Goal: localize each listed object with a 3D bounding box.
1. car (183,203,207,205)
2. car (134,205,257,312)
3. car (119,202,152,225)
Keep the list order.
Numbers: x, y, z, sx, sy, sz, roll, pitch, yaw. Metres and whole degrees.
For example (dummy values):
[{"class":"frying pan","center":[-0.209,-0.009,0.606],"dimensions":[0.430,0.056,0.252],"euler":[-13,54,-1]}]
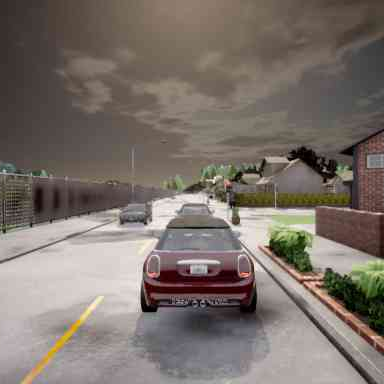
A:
[{"class":"car","center":[0.152,1.349,17.538],"dimensions":[2.097,1.767,4.553],"euler":[0,0,0]},{"class":"car","center":[0.120,1.351,7.840],"dimensions":[2.097,1.767,4.553],"euler":[0,0,0]},{"class":"car","center":[-3.928,1.537,23.965],"dimensions":[1.837,1.490,4.892],"euler":[0,0,0]}]
